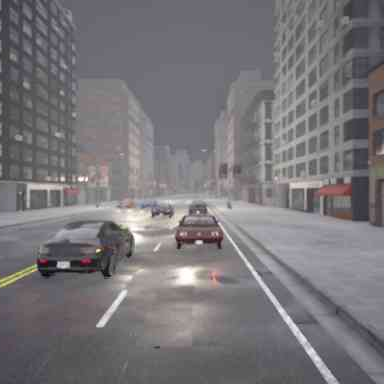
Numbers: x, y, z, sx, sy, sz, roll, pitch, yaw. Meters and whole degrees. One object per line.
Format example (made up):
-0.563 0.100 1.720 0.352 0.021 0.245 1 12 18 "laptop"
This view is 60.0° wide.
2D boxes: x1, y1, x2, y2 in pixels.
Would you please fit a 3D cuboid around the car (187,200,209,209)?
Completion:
0.589 1.588 32.879 1.837 1.490 4.892 0 0 1 "car"

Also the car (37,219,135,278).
-3.010 1.563 10.182 1.812 1.442 4.674 0 0 1 "car"

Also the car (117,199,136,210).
-9.132 1.664 46.445 1.812 1.442 4.674 0 0 1 "car"

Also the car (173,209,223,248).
0.304 1.643 14.944 1.895 1.301 4.718 0 0 1 "car"

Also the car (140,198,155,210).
-5.891 1.606 45.894 1.882 1.535 5.008 0 0 1 "car"

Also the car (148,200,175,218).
-2.679 1.690 31.526 1.895 1.301 4.718 0 0 1 "car"
